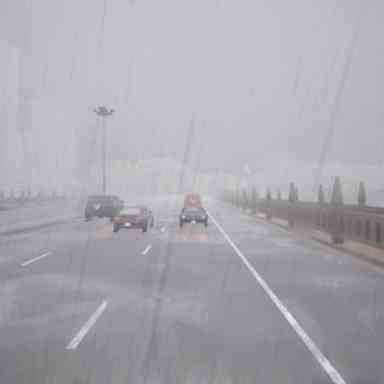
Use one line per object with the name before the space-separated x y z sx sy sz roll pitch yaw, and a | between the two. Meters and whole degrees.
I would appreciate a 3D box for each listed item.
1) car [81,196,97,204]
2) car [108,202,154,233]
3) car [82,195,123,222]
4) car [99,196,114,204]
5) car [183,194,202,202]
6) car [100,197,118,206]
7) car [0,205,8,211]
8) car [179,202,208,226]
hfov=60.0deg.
car | -20.977 1.591 68.071 1.812 1.442 4.674 0 0 0
car | -3.404 1.545 19.854 1.812 1.442 4.674 0 0 0
car | -6.905 1.248 26.828 2.150 2.045 5.566 0 0 0
car | -17.478 1.591 67.971 1.812 1.442 4.674 0 0 0
car | 0.104 1.262 41.779 2.150 2.045 5.566 0 0 0
car | -14.054 1.619 56.845 1.994 1.385 4.181 0 0 1
car | -17.600 1.592 28.384 1.994 1.385 4.181 0 0 0
car | 0.097 1.624 23.518 1.895 1.301 4.718 0 0 0
